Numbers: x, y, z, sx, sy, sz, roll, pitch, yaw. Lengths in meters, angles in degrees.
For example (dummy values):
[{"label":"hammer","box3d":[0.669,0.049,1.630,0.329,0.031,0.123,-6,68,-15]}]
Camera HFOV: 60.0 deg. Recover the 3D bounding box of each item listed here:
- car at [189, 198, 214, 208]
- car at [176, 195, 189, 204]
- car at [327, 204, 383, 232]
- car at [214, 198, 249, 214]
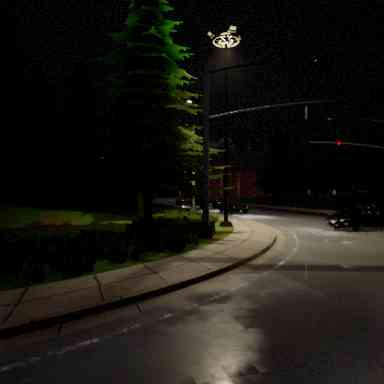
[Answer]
[{"label":"car","box3d":[1.674,1.217,45.322,2.150,2.045,5.566,0,0,-16]},{"label":"car","box3d":[-1.202,1.347,55.210,2.097,1.767,4.553,0,0,-17]},{"label":"car","box3d":[10.420,1.509,19.948,4.892,1.490,1.837,0,-3,-19]},{"label":"car","box3d":[4.354,1.597,35.633,1.895,1.301,4.718,0,0,-15]}]
